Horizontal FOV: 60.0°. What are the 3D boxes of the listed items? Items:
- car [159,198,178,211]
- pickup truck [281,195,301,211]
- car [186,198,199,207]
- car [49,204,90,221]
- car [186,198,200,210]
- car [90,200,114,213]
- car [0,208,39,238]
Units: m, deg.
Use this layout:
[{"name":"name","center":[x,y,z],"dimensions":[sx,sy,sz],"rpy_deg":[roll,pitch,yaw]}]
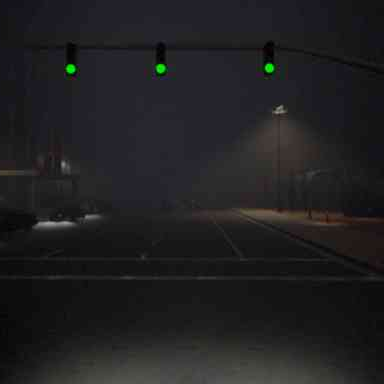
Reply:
[{"name":"car","center":[-3.329,1.771,44.386],"dimensions":[1.994,1.385,4.181],"rpy_deg":[0,0,0]},{"name":"pickup truck","center":[13.190,1.259,42.815],"dimensions":[2.390,2.098,6.274],"rpy_deg":[0,0,31]},{"name":"car","center":[0.093,1.817,57.626],"dimensions":[2.033,1.411,5.357],"rpy_deg":[0,0,0]},{"name":"car","center":[-10.542,1.697,28.450],"dimensions":[1.994,1.385,4.181],"rpy_deg":[0,0,0]},{"name":"car","center":[0.177,1.825,47.832],"dimensions":[1.895,1.301,4.718],"rpy_deg":[0,0,0]},{"name":"car","center":[-10.506,1.673,38.816],"dimensions":[2.128,1.511,4.902],"rpy_deg":[0,0,0]},{"name":"car","center":[-10.557,1.635,18.577],"dimensions":[2.033,1.411,5.357],"rpy_deg":[0,0,0]}]
